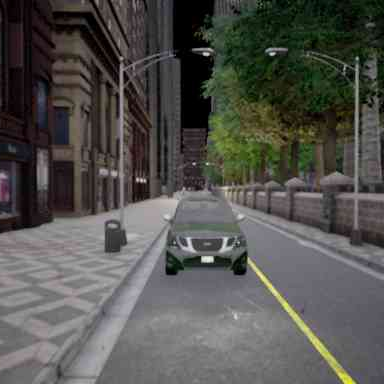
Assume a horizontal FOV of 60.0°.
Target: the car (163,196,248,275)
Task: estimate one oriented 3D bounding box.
[{"bbox_3d":[0.351,1.216,10.762,2.150,2.045,5.566,0,1,0],"label":"car"}]
